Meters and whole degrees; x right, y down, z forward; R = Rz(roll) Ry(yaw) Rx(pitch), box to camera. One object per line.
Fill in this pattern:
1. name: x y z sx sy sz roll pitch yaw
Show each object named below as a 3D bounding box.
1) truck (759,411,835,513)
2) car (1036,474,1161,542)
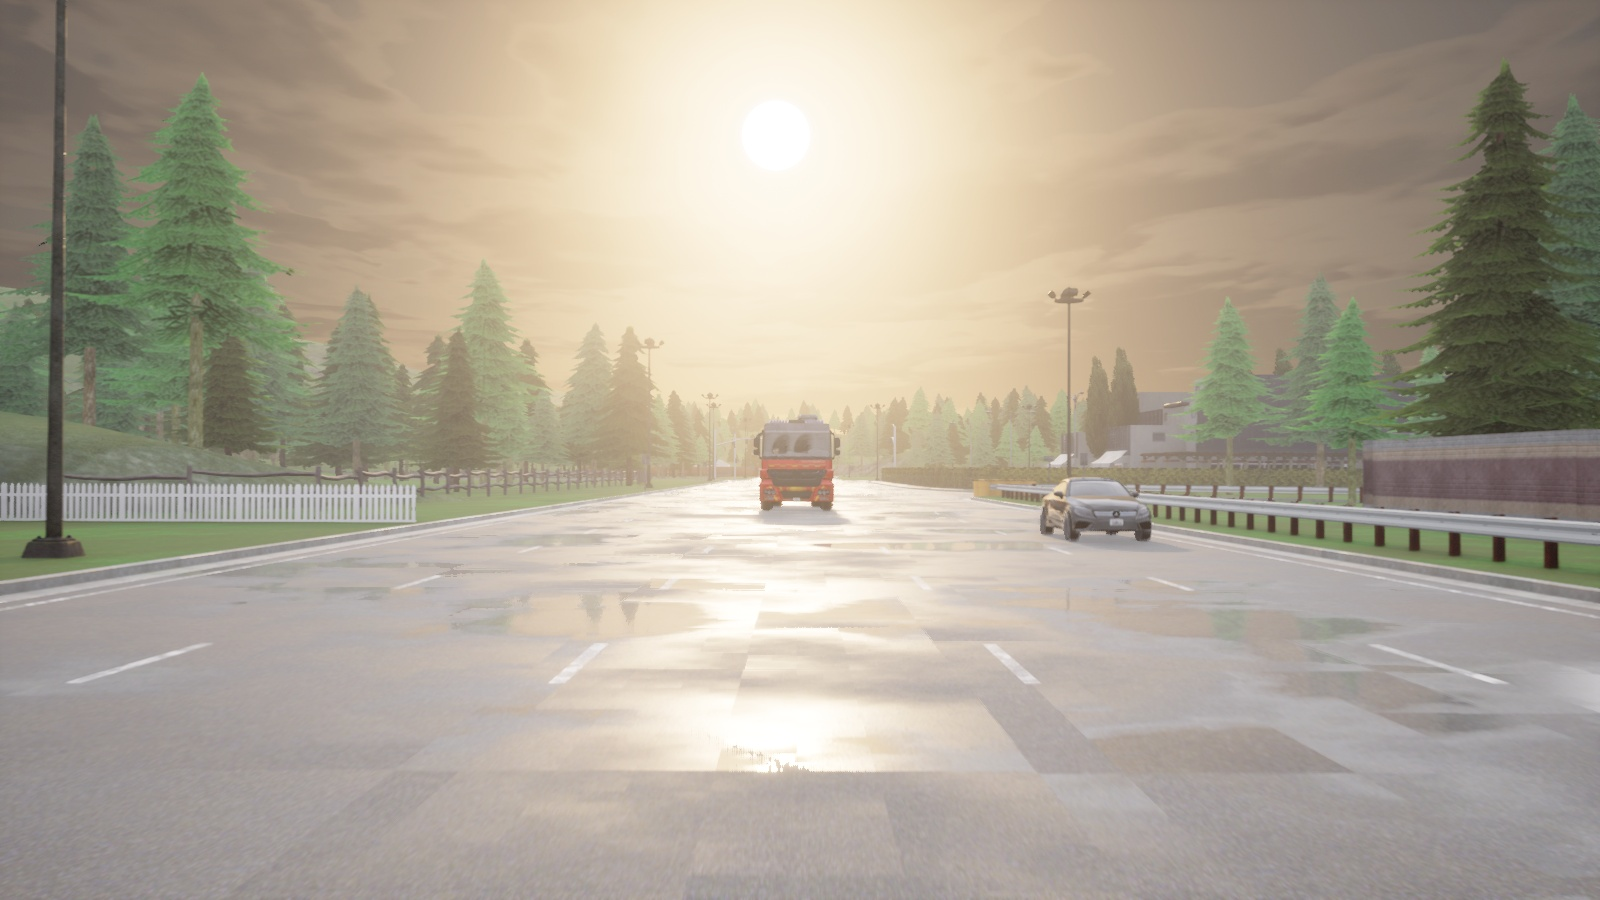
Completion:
1. truck: -0.125 0.516 51.683 2.891 3.827 8.468 0 -1 0
2. car: 6.931 1.309 29.647 1.812 1.442 4.674 0 -1 0
